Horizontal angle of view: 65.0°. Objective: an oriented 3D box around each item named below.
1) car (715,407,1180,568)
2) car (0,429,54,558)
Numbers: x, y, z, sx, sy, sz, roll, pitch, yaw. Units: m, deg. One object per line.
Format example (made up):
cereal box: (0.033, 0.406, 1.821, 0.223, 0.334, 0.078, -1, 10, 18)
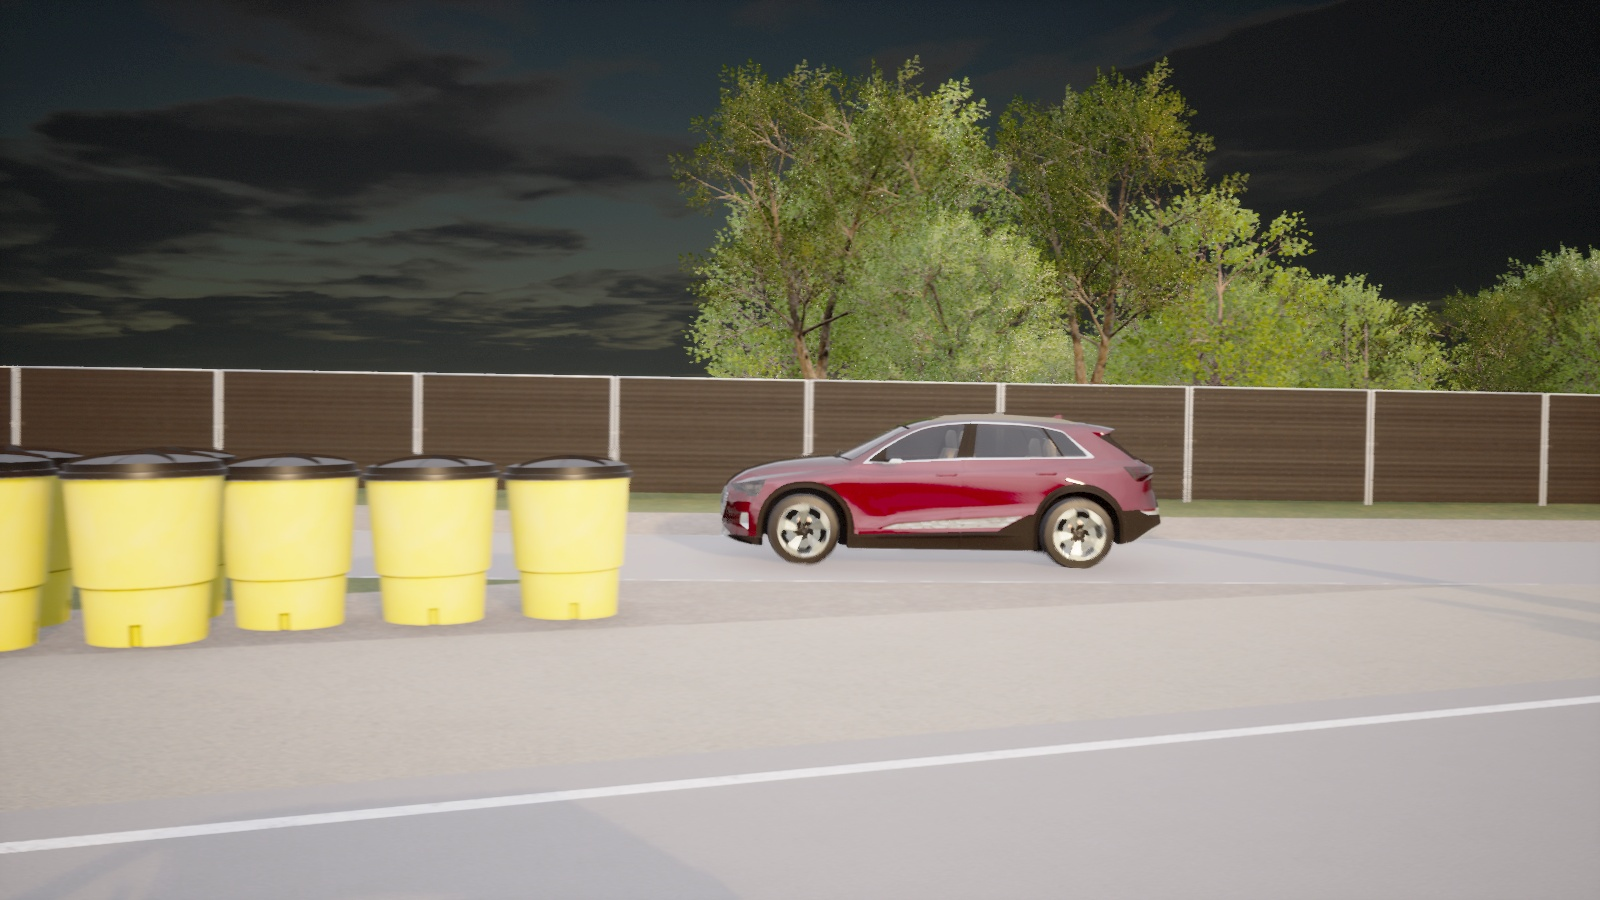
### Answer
car: (1.528, 0.366, 14.116, 4.856, 1.649, 2.033, 0, 1, -1)
car: (-11.335, 0.494, 14.245, 4.674, 1.442, 1.812, 0, 1, 2)
